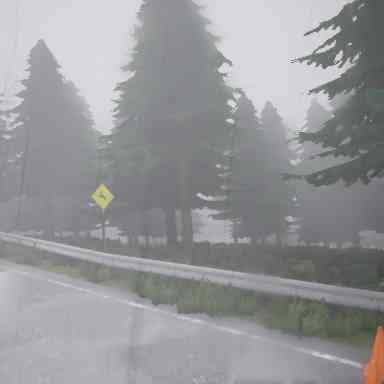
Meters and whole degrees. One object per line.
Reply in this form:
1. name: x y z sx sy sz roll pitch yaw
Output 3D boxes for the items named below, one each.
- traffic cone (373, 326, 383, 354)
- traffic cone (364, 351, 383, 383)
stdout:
1. traffic cone: 2.329 1.956 4.106 0.340 0.580 0.340 0 0 34
2. traffic cone: 1.786 1.956 3.270 0.340 0.580 0.340 0 0 33
